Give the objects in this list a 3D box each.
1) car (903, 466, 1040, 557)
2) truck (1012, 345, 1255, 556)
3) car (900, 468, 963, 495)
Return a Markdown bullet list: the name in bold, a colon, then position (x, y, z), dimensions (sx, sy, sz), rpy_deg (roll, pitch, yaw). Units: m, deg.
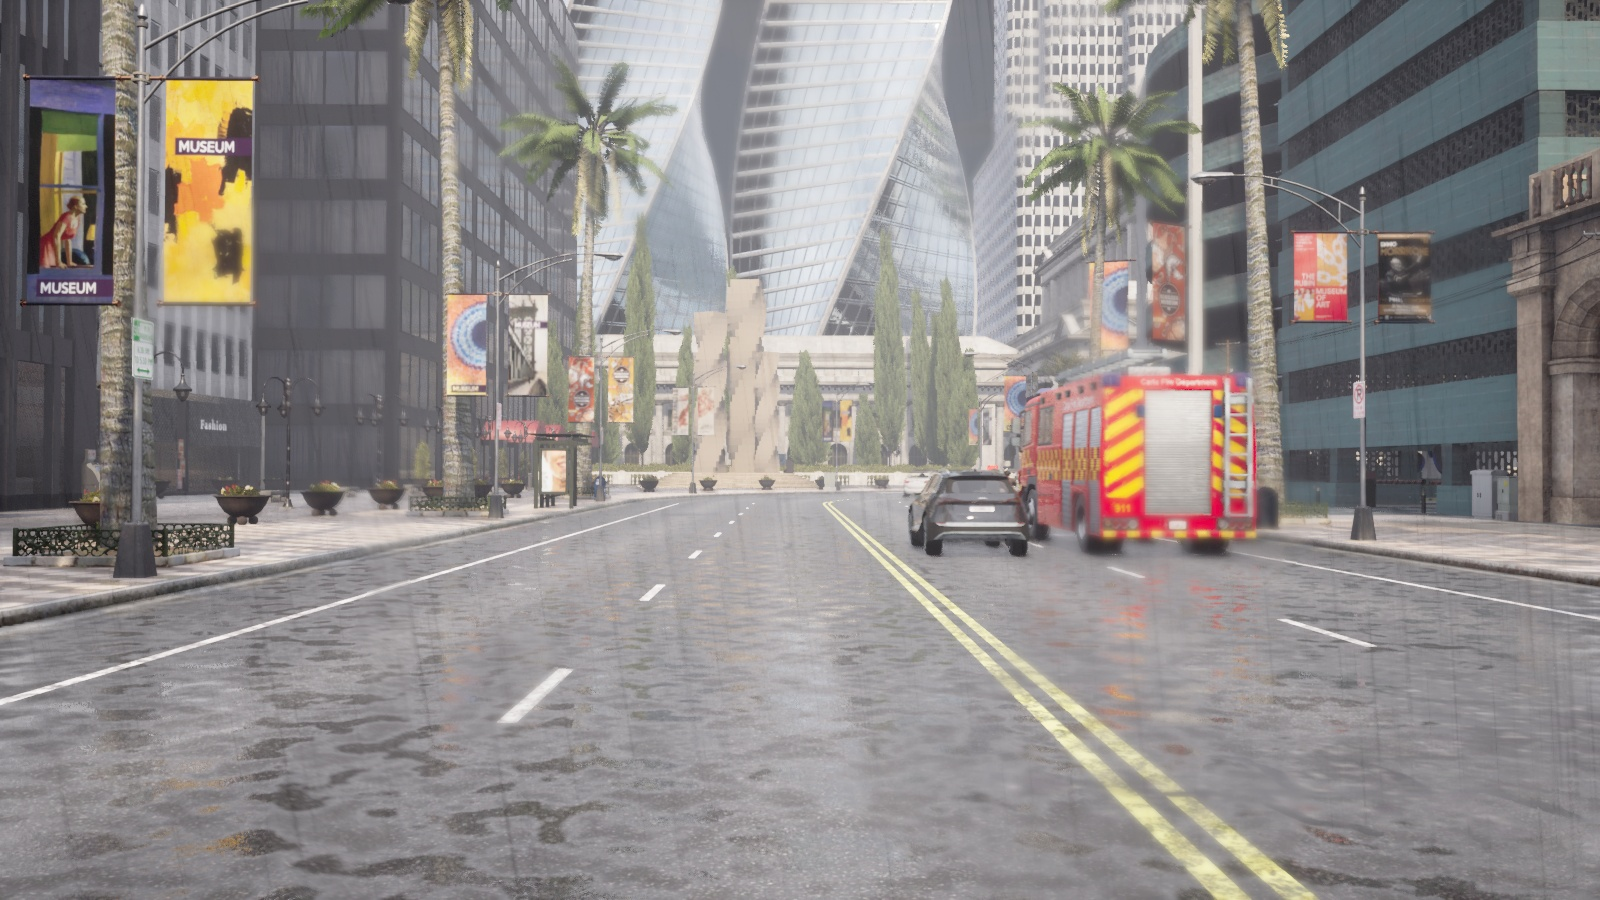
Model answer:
- **car**: position (3.301, 1.153, 25.181), dimensions (2.033, 1.649, 4.856), rpy_deg (0, -1, 0)
- **truck**: position (6.782, 0.076, 27.063), dimensions (2.891, 3.827, 8.468), rpy_deg (0, -1, 0)
- **car**: position (8.186, 1.930, 77.874), dimensions (2.242, 1.667, 4.611), rpy_deg (-1, -1, 28)
